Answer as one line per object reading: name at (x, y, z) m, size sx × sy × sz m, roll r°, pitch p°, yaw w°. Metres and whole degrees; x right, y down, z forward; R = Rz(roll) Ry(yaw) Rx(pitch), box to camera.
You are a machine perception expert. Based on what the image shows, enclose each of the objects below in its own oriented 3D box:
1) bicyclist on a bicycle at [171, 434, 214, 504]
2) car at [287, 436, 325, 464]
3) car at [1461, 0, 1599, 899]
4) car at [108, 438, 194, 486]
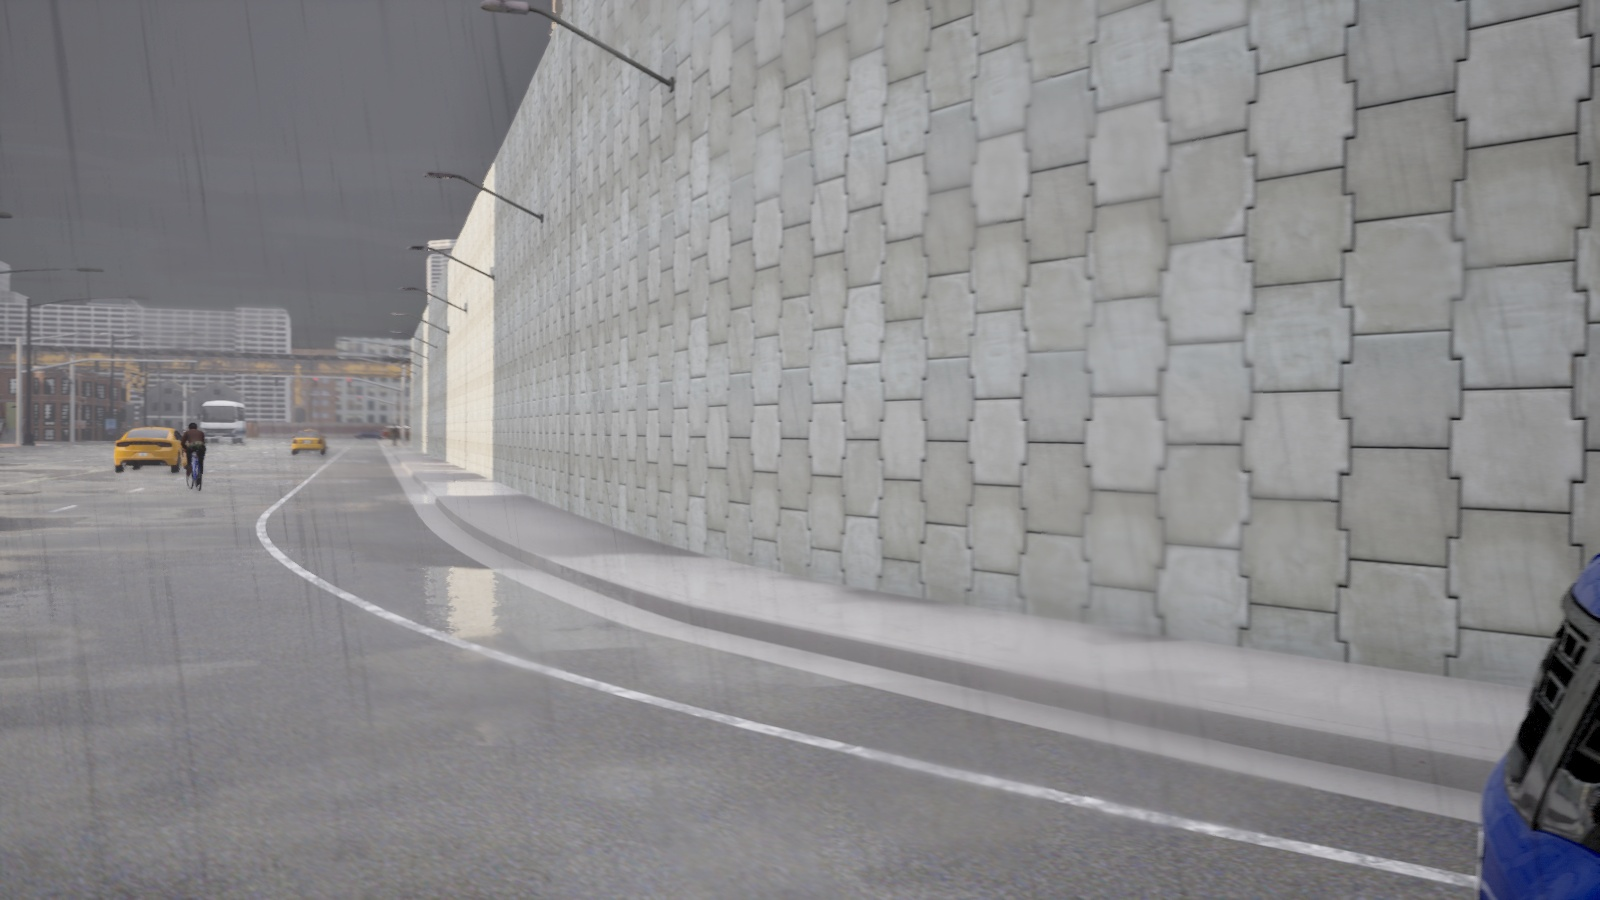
bicyclist on a bicycle at (-14.490, 0.431, 29.947) m, size 0.582 × 1.620 × 1.656 m, roll -1°, pitch 0°, yaw -37°
car at (-29.172, -0.015, 74.272) m, size 1.801 × 1.575 × 5.366 m, roll -1°, pitch 1°, yaw -19°
car at (3.776, 0.406, 1.096) m, size 5.566 × 2.045 × 2.150 m, roll 0°, pitch 1°, yaw 30°
car at (-22.061, 0.358, 42.854) m, size 1.882 × 1.535 × 5.008 m, roll -1°, pitch 1°, yaw -19°
